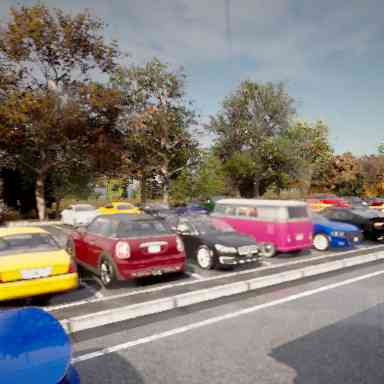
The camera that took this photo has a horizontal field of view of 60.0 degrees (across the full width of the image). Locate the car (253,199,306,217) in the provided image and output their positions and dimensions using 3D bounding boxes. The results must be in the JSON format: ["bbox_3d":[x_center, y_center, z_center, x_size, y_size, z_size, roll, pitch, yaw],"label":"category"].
[{"bbox_3d":[8.637,1.505,33.350,2.097,1.535,5.008,0,0,-35],"label":"car"}]

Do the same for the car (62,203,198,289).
[{"bbox_3d":[-2.125,1.396,9.764,2.185,1.767,4.553,0,0,-35],"label":"car"}]

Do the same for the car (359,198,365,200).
[{"bbox_3d":[17.744,1.488,39.767,2.231,1.521,4.892,0,0,-35],"label":"car"}]

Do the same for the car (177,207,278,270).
[{"bbox_3d":[0.232,1.522,11.467,2.231,1.521,4.892,0,0,-35],"label":"car"}]

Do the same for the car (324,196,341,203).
[{"bbox_3d":[13.188,1.496,36.562,2.097,1.535,5.008,0,0,-35],"label":"car"}]

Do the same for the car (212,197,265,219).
[{"bbox_3d":[4.096,1.386,30.126,2.185,1.767,4.553,0,0,-35],"label":"car"}]

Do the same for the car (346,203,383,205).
[{"bbox_3d":[9.343,1.556,17.868,2.002,1.452,4.674,0,0,-35],"label":"car"}]

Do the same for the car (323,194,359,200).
[{"bbox_3d":[15.486,1.241,38.138,2.435,2.045,5.566,0,0,-35],"label":"car"}]

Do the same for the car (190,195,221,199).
[{"bbox_3d":[1.817,1.263,28.527,2.435,2.045,5.566,0,0,-35],"label":"car"}]

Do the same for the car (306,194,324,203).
[{"bbox_3d":[10.930,1.376,34.930,2.185,1.767,4.553,0,0,-35],"label":"car"}]

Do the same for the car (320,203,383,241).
[{"bbox_3d":[7.070,1.517,16.260,2.097,1.535,5.008,0,0,-35],"label":"car"}]

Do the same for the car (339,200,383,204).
[{"bbox_3d":[11.728,1.510,19.314,1.946,1.575,5.366,0,0,-35],"label":"car"}]

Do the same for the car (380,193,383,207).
[{"bbox_3d":[31.299,1.196,49.323,2.435,2.045,5.566,0,0,-35],"label":"car"}]

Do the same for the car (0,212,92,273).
[{"bbox_3d":[-4.424,1.518,8.412,1.946,1.575,5.366,0,0,-35],"label":"car"}]

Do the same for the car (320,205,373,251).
[{"bbox_3d":[4.787,1.518,14.668,2.097,1.535,5.008,0,0,-35],"label":"car"}]

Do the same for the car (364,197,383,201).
[{"bbox_3d":[13.916,1.384,21.041,2.185,1.767,4.553,0,0,-35],"label":"car"}]

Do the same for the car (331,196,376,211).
[{"bbox_3d":[20.008,1.355,41.390,2.185,1.767,4.553,0,0,-35],"label":"car"}]

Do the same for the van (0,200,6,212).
[{"bbox_3d":[-11.803,1.294,18.844,1.878,1.987,4.442,0,0,-35],"label":"van"}]

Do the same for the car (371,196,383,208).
[{"bbox_3d":[28.931,1.452,47.851,1.946,1.575,5.366,0,0,-35],"label":"car"}]

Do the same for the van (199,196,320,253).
[{"bbox_3d":[2.446,1.294,13.158,1.878,1.987,4.442,0,0,-35],"label":"van"}]

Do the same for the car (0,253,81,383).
[{"bbox_3d":[-3.098,1.477,1.473,5.008,1.535,1.882,0,0,-36],"label":"car"}]

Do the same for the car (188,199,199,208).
[{"bbox_3d":[-0.497,1.545,26.970,2.163,1.488,4.792,0,0,-35],"label":"car"}]

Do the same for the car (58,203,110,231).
[{"bbox_3d":[-7.315,1.560,22.145,2.002,1.452,4.674,0,0,-35],"label":"car"}]

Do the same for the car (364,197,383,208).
[{"bbox_3d":[26.859,1.462,46.174,2.097,1.535,5.008,0,0,-35],"label":"car"}]

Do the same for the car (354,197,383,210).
[{"bbox_3d":[24.599,1.498,44.542,2.163,1.488,4.792,0,0,-35],"label":"car"}]

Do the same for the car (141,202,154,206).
[{"bbox_3d":[-5.038,1.518,23.749,2.097,1.535,5.008,0,0,-35],"label":"car"}]

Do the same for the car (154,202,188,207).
[{"bbox_3d":[-2.760,1.518,25.352,2.231,1.521,4.892,0,0,-35],"label":"car"}]
